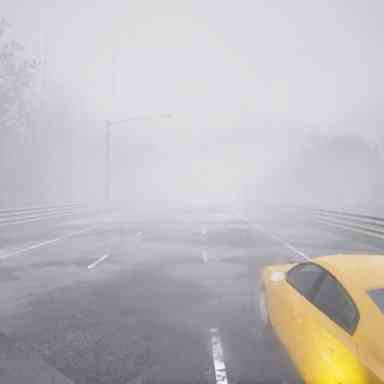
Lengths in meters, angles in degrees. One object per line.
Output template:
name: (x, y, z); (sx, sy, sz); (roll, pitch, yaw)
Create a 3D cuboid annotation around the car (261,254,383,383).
car: (2.100, 1.479, 3.888); (1.882, 1.535, 5.008); (0, 0, 1)

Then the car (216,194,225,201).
car: (7.333, 1.437, 86.171); (2.097, 1.767, 4.553); (0, 0, 7)

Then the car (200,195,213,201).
car: (3.770, 1.677, 85.813); (1.895, 1.301, 4.718); (0, 0, 7)

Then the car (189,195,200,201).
car: (0.240, 1.622, 85.746); (2.033, 1.411, 5.357); (0, 0, 7)
